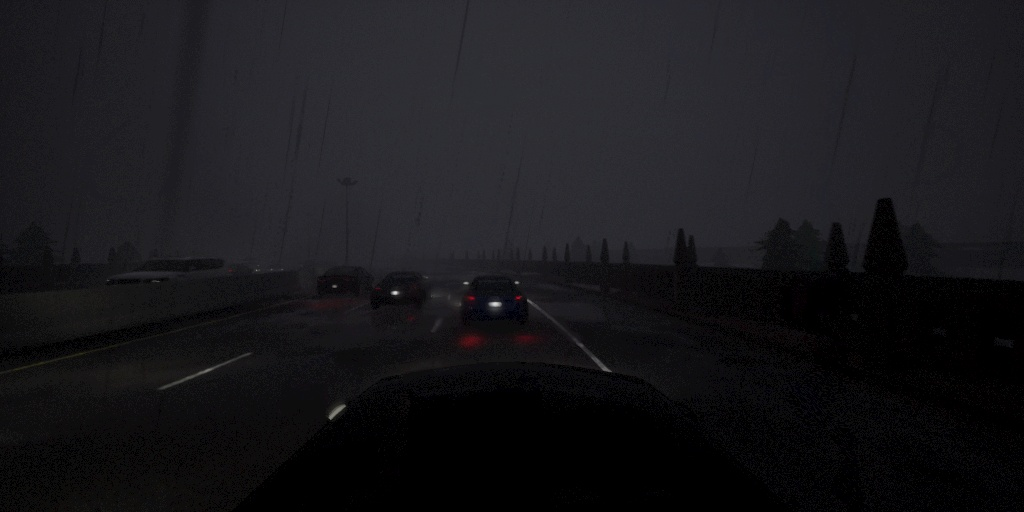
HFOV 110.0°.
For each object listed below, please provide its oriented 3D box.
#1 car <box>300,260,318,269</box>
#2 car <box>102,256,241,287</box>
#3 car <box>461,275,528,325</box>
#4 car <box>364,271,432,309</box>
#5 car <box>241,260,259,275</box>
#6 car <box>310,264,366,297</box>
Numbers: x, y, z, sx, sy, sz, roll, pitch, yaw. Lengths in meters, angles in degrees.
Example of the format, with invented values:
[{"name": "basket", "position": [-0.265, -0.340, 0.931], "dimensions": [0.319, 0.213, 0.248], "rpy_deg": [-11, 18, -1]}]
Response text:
[{"name": "car", "position": [-30.393, 1.379, 53.604], "dimensions": [1.837, 1.490, 4.892], "rpy_deg": [0, 0, -33]}, {"name": "car", "position": [-15.551, 1.034, 16.706], "dimensions": [2.150, 2.045, 5.566], "rpy_deg": [0, 0, -10]}, {"name": "car", "position": [-0.650, 1.318, 11.958], "dimensions": [1.994, 1.385, 4.181], "rpy_deg": [0, 0, -5]}, {"name": "car", "position": [-4.568, 1.334, 15.235], "dimensions": [1.994, 1.385, 4.181], "rpy_deg": [0, 0, -7]}, {"name": "car", "position": [-21.876, 1.317, 27.858], "dimensions": [1.882, 1.535, 5.008], "rpy_deg": [0, 0, -18]}, {"name": "car", "position": [-8.744, 1.264, 19.238], "dimensions": [1.882, 1.535, 5.008], "rpy_deg": [0, 0, -10]}]
